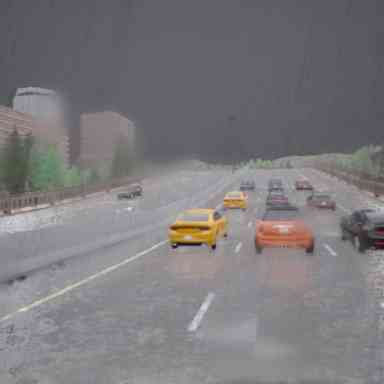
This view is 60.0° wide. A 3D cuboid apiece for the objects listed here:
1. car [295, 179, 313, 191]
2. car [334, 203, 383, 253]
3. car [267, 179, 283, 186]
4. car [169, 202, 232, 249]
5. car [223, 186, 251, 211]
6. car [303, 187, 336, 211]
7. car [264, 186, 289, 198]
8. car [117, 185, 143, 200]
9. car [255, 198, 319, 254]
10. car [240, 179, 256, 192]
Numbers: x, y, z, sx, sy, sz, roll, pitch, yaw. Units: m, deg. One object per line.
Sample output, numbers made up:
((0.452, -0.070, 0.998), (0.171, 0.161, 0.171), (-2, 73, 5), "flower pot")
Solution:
((14.137, -0.940, 42.090), (1.994, 1.385, 4.181), (-1, 7, 14), "car")
((7.201, 1.436, 13.232), (1.837, 1.490, 4.892), (-1, 2, 14), "car")
((10.735, -0.907, 42.913), (2.033, 1.411, 5.357), (-1, 7, 14), "car")
((0.433, 1.502, 15.018), (1.882, 1.535, 5.008), (-1, 1, 14), "car")
((3.911, 0.694, 29.509), (1.882, 1.535, 5.008), (-1, 5, 14), "car")
((10.677, 0.693, 27.713), (1.994, 1.385, 4.181), (-1, 5, 14), "car")
((7.273, 0.672, 28.529), (2.128, 1.511, 4.902), (-1, 5, 14), "car")
((-7.656, 0.024, 41.319), (1.837, 1.490, 4.892), (-1, 6, 14), "car")
((3.741, 1.334, 13.828), (2.097, 1.767, 4.553), (-1, 1, 13), "car")
((7.333, -0.911, 43.736), (2.128, 1.511, 4.902), (-1, 7, 14), "car")
